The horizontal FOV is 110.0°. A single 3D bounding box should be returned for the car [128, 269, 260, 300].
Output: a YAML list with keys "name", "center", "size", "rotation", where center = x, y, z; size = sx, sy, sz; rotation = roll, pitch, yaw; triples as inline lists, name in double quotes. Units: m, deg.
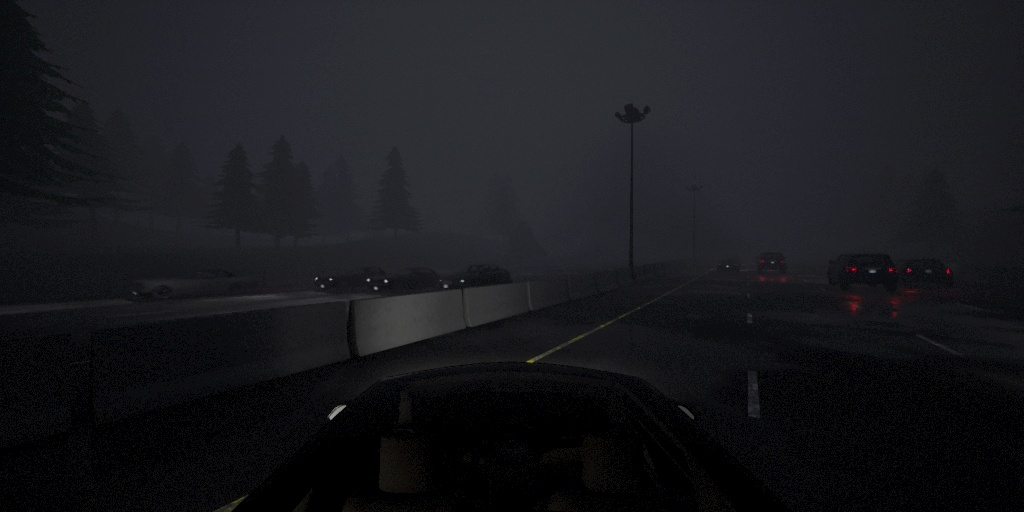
- name: "car"
  center: [-15.563, 1.335, 17.799]
  size: [1.895, 1.301, 4.718]
  rotation: [0, 0, 33]

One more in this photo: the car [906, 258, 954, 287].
- name: "car"
  center: [25.598, 0.908, 22.791]
  size: [2.097, 1.767, 4.553]
  rotation: [0, 1, 33]

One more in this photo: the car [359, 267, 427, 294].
- name: "car"
  center: [-5.709, 1.318, 20.068]
  size: [1.895, 1.301, 4.718]
  rotation: [0, 0, 33]

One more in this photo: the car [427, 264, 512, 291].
- name: "car"
  center: [-1.890, 1.202, 19.508]
  size: [2.128, 1.511, 4.902]
  rotation: [0, 0, 33]

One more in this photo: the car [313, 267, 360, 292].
- name: "car"
  center: [-9.081, 1.319, 21.307]
  size: [1.895, 1.301, 4.718]
  rotation: [0, 0, 33]

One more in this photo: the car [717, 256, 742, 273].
- name: "car"
  center: [22.282, 0.956, 36.898]
  size: [1.994, 1.385, 4.181]
  rotation: [0, 1, 33]

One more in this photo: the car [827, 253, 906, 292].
- name: "car"
  center: [20.057, 0.838, 20.717]
  size: [2.150, 2.045, 5.566]
  rotation: [0, 1, 33]

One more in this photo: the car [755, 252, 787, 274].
- name: "car"
  center: [24.837, 0.628, 34.407]
  size: [2.150, 2.045, 5.566]
  rotation: [0, 1, 33]

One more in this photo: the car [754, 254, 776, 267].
- name: "car"
  center: [33.010, 0.584, 46.880]
  size: [2.128, 1.511, 4.902]
  rotation: [0, 1, 33]
